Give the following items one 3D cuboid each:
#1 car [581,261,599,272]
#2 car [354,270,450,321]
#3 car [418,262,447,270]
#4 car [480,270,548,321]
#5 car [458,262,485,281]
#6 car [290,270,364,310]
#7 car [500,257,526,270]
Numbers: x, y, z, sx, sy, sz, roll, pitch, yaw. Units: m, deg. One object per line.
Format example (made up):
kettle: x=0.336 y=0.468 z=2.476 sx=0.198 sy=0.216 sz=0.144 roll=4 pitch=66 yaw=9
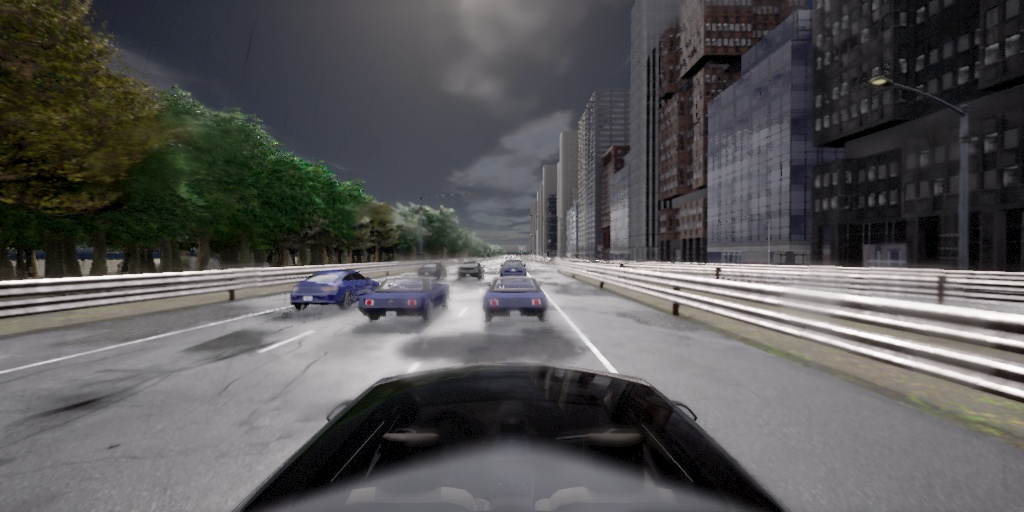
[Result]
car: x=10.449 y=1.357 z=47.183 sx=1.994 sy=1.385 sz=4.181 roll=0 pitch=0 yaw=-14
car: x=-3.399 y=1.345 z=12.355 sx=1.895 sy=1.301 sz=4.718 roll=0 pitch=0 yaw=0
car: x=-6.896 y=1.268 z=31.251 sx=1.812 sy=1.442 sz=4.674 roll=0 pitch=0 yaw=0
car: x=0.101 y=1.345 z=12.372 sx=1.895 sy=1.301 sz=4.718 roll=0 pitch=0 yaw=0
car: x=-3.394 y=1.247 z=30.268 sx=1.837 sy=1.490 sz=4.892 roll=0 pitch=0 yaw=0
car: x=-6.896 y=1.269 z=14.411 sx=1.812 sy=1.442 sz=4.674 roll=0 pitch=0 yaw=0
car: x=0.103 y=1.094 z=29.910 sx=2.097 sy=1.767 sz=4.553 roll=0 pitch=0 yaw=0
